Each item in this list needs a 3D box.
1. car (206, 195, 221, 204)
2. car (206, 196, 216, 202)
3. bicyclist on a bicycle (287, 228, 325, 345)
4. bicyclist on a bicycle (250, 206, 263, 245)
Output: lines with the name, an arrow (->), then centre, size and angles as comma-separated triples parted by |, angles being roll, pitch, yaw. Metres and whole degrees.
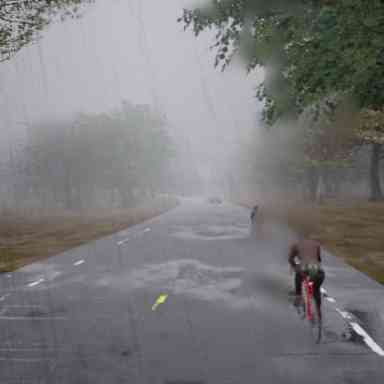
car -> 4.344, 1.330, 63.386 | 2.097, 1.767, 4.553 | -1, 0, 0
car -> 4.189, 1.563, 73.867 | 1.895, 1.301, 4.718 | -1, 0, -2
bicyclist on a bicycle -> 1.856, 1.434, 5.398 | 0.582, 1.620, 1.656 | -1, 0, 7
bicyclist on a bicycle -> 2.821, 1.434, 14.389 | 0.582, 1.620, 1.656 | -1, 0, 6
